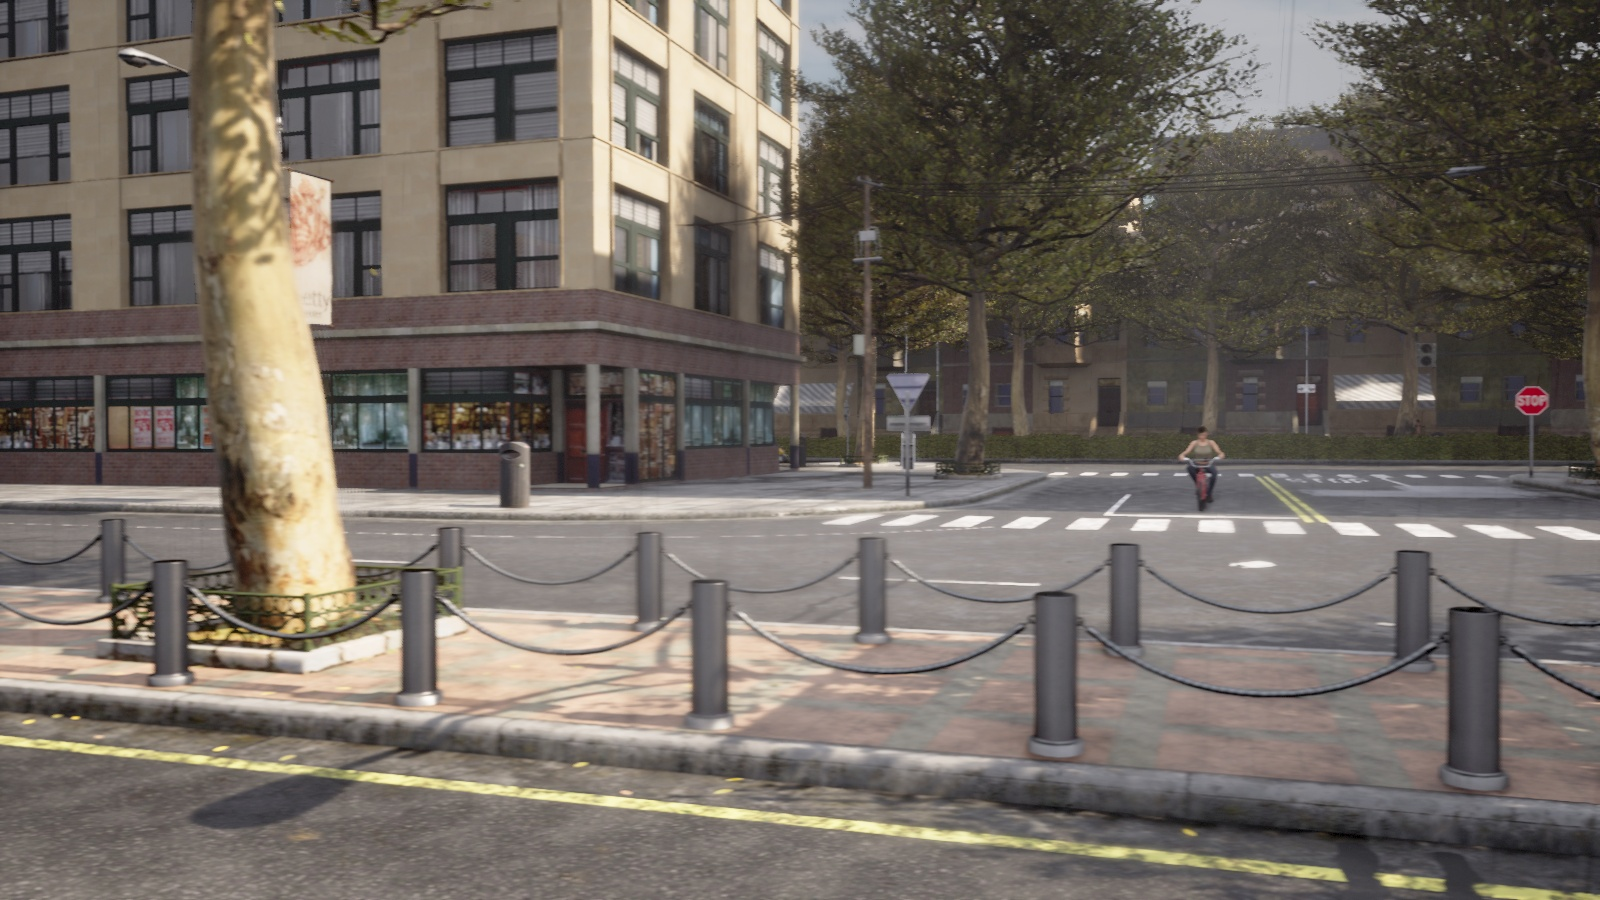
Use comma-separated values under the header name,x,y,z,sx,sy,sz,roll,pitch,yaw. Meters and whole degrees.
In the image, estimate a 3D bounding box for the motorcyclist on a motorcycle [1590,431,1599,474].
name,x,y,z,sx,sy,sz,roll,pitch,yaw
motorcyclist on a motorcycle,31.900,0.122,48.370,2.350,1.649,0.766,1,1,18

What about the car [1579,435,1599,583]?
name,x,y,z,sx,sy,sz,roll,pitch,yaw
car,10.432,0.633,11.815,4.902,1.511,2.128,1,1,19

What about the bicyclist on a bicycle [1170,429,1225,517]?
name,x,y,z,sx,sy,sz,roll,pitch,yaw
bicyclist on a bicycle,7.584,0.408,23.918,0.866,1.612,1.509,0,1,22
